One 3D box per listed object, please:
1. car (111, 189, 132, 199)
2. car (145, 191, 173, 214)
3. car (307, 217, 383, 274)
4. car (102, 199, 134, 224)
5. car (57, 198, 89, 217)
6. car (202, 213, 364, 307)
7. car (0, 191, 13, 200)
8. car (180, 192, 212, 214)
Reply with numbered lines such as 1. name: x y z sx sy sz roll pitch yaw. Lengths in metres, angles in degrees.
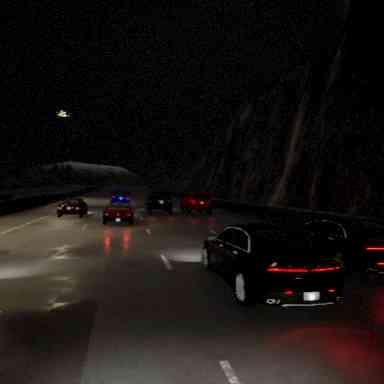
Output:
1. car: -8.126 0.710 38.113 2.150 2.045 5.566 1 1 -12
2. car: -3.177 0.919 31.360 2.150 2.045 5.566 1 1 -12
3. car: 4.626 1.565 10.589 1.837 1.490 4.892 1 0 -12
4. car: -4.898 1.364 22.249 1.895 1.301 4.718 1 1 -12
5. car: -9.248 1.170 26.069 2.033 1.411 5.357 1 1 -12
6. car: 1.570 1.512 8.068 1.837 1.490 4.892 1 0 -12
7. car: -22.852 0.604 39.476 2.128 1.511 4.902 1 1 -11
8. car: 0.323 0.995 31.706 2.150 2.045 5.566 1 1 -12
